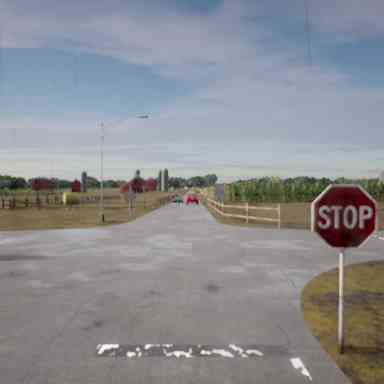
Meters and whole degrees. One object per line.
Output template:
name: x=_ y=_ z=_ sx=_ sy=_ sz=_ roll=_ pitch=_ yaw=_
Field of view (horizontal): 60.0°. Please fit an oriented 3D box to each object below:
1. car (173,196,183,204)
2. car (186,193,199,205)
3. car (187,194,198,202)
car: x=-2.668 y=1.548 z=65.488 sx=2.033 sy=1.411 sz=5.357 roll=0 pitch=0 yaw=0
car: x=0.075 y=1.220 z=60.100 sx=2.150 sy=2.045 sz=5.566 roll=0 pitch=0 yaw=0
car: x=0.088 y=1.262 z=70.461 sx=2.097 sy=1.767 sz=4.553 roll=0 pitch=0 yaw=0
